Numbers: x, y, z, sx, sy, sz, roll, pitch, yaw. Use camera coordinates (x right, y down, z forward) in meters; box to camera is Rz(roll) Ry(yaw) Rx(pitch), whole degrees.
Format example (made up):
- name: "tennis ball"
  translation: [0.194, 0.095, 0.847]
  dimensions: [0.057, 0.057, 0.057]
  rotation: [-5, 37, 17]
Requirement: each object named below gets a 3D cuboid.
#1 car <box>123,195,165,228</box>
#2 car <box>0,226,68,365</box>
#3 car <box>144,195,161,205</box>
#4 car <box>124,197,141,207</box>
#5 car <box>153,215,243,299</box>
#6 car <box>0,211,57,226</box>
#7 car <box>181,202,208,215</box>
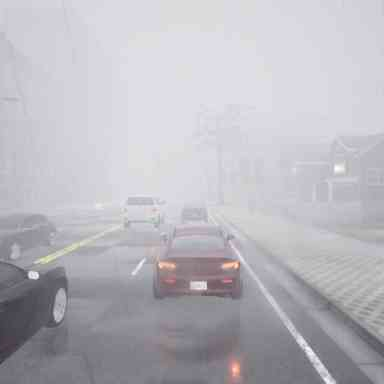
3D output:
- name: "car"
  translation: [-3.071, 1.214, 22.065]
  dimensions: [2.150, 2.045, 5.566]
  rotation: [0, 0, 0]
- name: "car"
  translation: [-3.139, 1.477, 3.969]
  dimensions: [1.882, 1.535, 5.008]
  rotation: [0, 0, 0]
- name: "car"
  translation: [-6.311, 1.208, 53.407]
  dimensions: [2.033, 1.411, 5.357]
  rotation: [0, 0, 0]
- name: "car"
  translation: [-9.561, 1.544, 53.420]
  dimensions: [1.994, 1.385, 4.181]
  rotation: [0, 0, 0]
- name: "car"
  translation: [0.128, 1.524, 8.300]
  dimensions: [1.812, 1.442, 4.674]
  rotation: [0, 0, 0]
- name: "car"
  translation: [-6.559, 1.502, 12.111]
  dimensions: [1.837, 1.490, 4.892]
  rotation: [0, 0, 0]
- name: "car"
  translation: [0.189, 1.469, 25.280]
  dimensions: [1.882, 1.535, 5.008]
  rotation: [0, 0, 0]
